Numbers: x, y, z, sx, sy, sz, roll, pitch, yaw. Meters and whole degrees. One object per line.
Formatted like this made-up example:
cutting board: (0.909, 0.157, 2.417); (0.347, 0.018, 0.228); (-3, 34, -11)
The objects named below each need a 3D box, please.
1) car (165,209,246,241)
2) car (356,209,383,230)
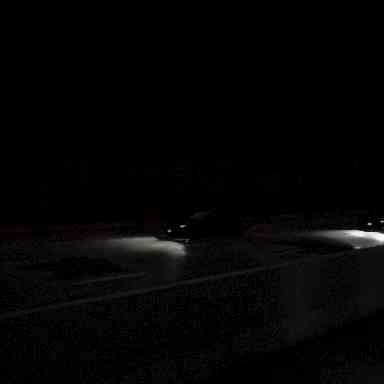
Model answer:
car: (0.805, 1.635, 17.463); (4.674, 1.442, 1.812); (1, 0, -35)
car: (12.478, 1.795, 21.488); (4.181, 1.385, 1.994); (1, 0, -35)
